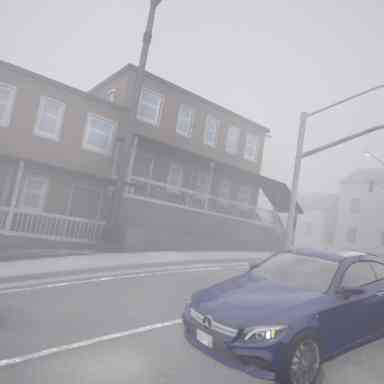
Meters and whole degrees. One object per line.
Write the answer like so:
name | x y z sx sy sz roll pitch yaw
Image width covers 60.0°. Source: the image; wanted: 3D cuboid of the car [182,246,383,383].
car | 2.051 1.657 5.451 4.674 1.442 1.812 4 -2 -36
